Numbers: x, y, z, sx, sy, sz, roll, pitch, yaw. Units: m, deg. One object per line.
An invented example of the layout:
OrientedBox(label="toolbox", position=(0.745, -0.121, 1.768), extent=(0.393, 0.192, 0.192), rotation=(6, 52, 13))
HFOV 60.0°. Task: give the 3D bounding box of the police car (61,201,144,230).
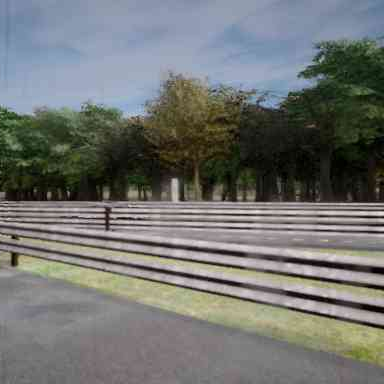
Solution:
OrientedBox(label="police car", position=(-5.380, 1.322, 19.398), extent=(4.974, 1.542, 2.038), rotation=(0, -1, 22))
